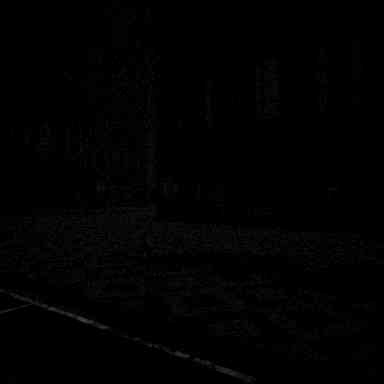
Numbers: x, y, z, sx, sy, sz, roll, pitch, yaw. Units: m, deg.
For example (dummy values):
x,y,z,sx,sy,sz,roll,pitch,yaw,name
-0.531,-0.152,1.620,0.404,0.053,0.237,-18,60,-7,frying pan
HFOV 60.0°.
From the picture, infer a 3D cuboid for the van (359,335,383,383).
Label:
x,y,z,sx,sy,sz,roll,pitch,yaw,name
2.692,1.341,1.063,3.998,1.788,1.690,0,0,35,van
